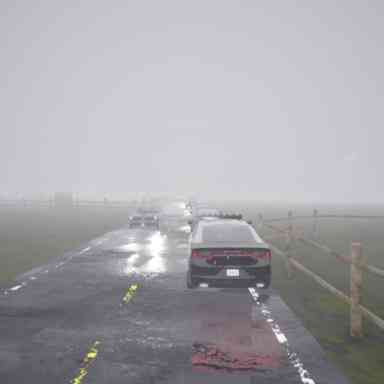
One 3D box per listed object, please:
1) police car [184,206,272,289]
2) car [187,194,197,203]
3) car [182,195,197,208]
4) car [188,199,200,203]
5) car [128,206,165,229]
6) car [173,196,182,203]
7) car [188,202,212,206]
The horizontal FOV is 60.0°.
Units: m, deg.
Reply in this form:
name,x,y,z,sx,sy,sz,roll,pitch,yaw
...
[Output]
name,x,y,z,sx,sy,sz,roll,pitch,yaw
police car,0.826,1.424,9.319,1.930,1.638,5.238,0,0,0
car,0.018,1.336,66.929,2.097,1.767,4.553,0,0,0
car,0.039,1.540,45.761,2.033,1.411,5.357,0,0,1
car,0.830,1.523,25.209,1.812,1.442,4.674,0,0,0
car,-2.844,1.599,21.544,1.895,1.301,4.718,0,0,0
car,-2.732,1.547,68.844,1.994,1.385,4.181,0,0,0
car,0.829,1.523,19.209,1.812,1.442,4.674,0,0,0
